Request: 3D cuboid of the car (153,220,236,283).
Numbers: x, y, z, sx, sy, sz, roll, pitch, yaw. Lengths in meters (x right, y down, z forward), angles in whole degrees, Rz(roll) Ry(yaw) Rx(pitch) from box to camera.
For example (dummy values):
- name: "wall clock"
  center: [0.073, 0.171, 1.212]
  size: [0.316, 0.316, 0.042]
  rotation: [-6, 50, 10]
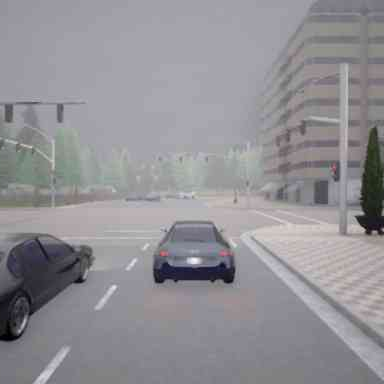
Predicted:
- name: "car"
  center: [0.048, 1.473, 9.363]
  size: [1.994, 1.385, 4.181]
  rotation: [0, 1, 0]

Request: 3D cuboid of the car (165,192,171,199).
- name: "car"
  center: [-3.986, 0.659, 72.735]
  size: [2.097, 1.767, 4.553]
  rotation: [0, 1, 30]

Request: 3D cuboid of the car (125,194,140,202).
- name: "car"
  center: [-9.898, 0.996, 57.424]
  size: [2.033, 1.411, 5.357]
  rotation: [0, 1, 9]

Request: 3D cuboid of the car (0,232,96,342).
- name: "car"
  center: [-3.455, 1.485, 6.312]
  size: [2.033, 1.411, 5.357]
  rotation: [0, 1, 0]

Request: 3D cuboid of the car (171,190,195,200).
- name: "car"
  center: [-1.420, 0.553, 70.245]
  size: [2.150, 2.045, 5.566]
  rotation: [0, 1, 30]

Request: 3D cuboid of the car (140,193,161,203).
- name: "car"
  center: [-6.555, 0.948, 55.247]
  size: [1.882, 1.535, 5.008]
  rotation: [0, 0, 8]
